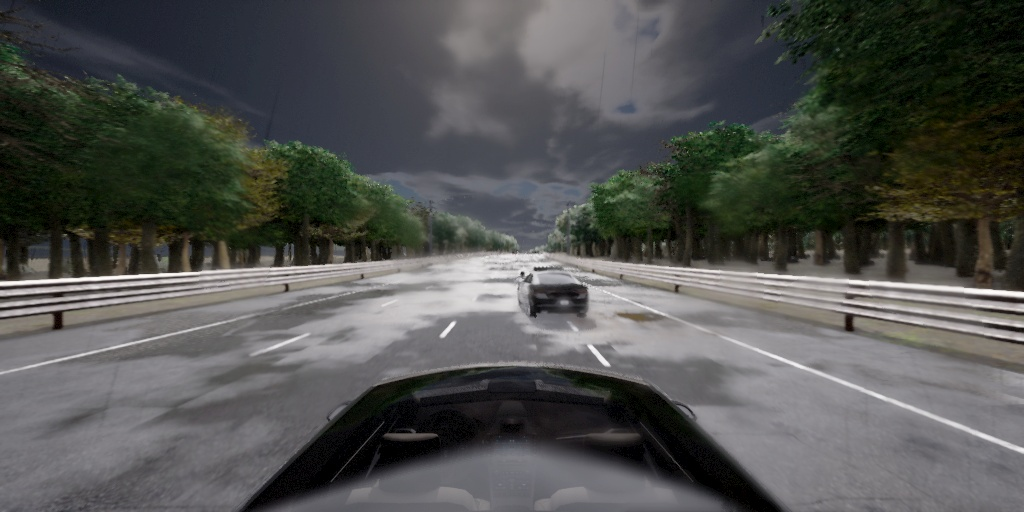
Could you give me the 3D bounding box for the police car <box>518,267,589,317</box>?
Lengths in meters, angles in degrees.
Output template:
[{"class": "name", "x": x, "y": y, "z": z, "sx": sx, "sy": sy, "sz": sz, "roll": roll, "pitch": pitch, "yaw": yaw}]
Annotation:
[{"class": "police car", "x": 1.342, "y": 1.222, "z": 13.451, "sx": 1.930, "sy": 1.638, "sz": 5.238, "roll": 0, "pitch": 0, "yaw": -6}]
